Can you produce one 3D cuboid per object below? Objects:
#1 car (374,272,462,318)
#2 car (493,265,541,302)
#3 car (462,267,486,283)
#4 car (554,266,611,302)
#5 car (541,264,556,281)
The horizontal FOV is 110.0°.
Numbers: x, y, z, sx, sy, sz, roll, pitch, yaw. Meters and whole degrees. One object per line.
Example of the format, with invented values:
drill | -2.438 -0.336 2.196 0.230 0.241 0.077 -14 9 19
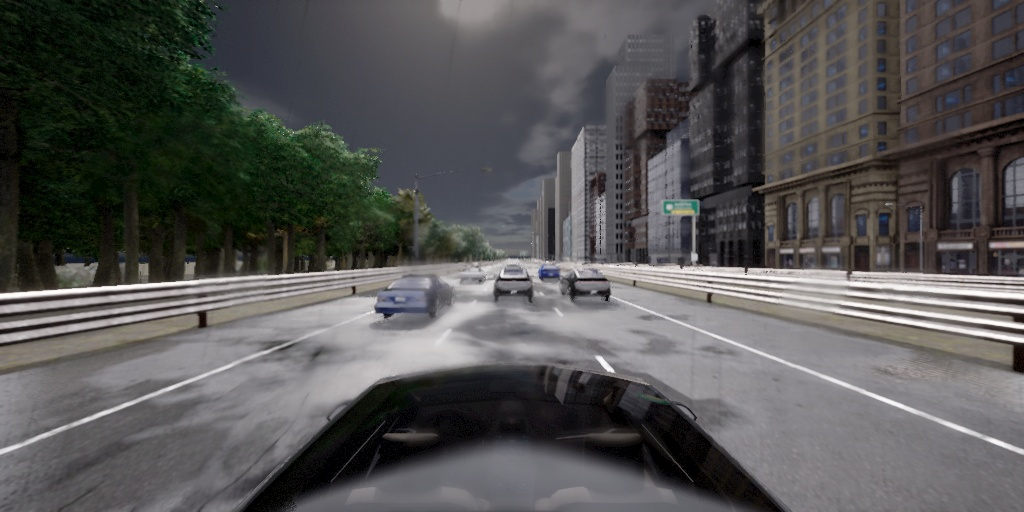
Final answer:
car | -3.431 1.411 13.592 2.033 1.411 5.357 0 -1 0
car | 0.090 1.400 18.191 2.128 1.511 4.902 0 -1 0
car | -3.410 1.646 31.821 1.895 1.301 4.718 0 -1 0
car | 3.590 1.400 18.114 2.128 1.511 4.902 0 -1 0
car | 3.598 1.555 35.048 1.882 1.535 5.008 0 -1 0
